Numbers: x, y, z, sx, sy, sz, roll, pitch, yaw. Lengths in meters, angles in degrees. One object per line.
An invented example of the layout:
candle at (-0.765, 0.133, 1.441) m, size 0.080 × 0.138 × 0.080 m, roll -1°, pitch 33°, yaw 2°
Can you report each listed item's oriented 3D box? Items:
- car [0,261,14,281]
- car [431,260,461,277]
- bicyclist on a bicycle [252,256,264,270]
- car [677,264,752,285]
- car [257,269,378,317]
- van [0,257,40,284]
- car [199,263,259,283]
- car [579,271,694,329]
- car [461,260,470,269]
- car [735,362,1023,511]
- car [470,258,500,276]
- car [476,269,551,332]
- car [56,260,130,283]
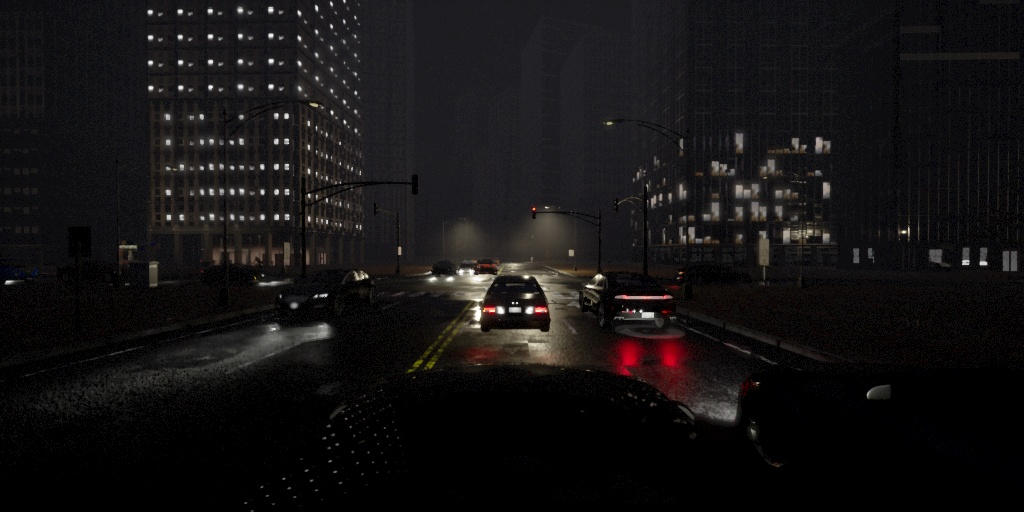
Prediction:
car at (-40.320, 1.092, 26.491) m, size 4.674 × 1.442 × 1.812 m, roll 0°, pitch 0°, yaw 1°
car at (-6.593, 1.188, 35.327) m, size 1.882 × 1.535 × 5.008 m, roll 0°, pitch -1°, yaw 0°
bicyclist on a bicycle at (-24.701, 0.867, 34.818) m, size 0.582 × 1.620 × 1.656 m, roll 0°, pitch 1°, yaw 1°
car at (14.223, 1.327, 25.407) m, size 4.892 × 1.490 × 1.837 m, roll 0°, pitch 1°, yaw 2°
car at (-6.599, 1.237, 13.314) m, size 2.128 × 1.511 × 4.902 m, roll 0°, pitch 0°, yaw 0°
van at (-33.932, 0.959, 23.729) m, size 3.998 × 1.789 × 1.690 m, roll 0°, pitch 0°, yaw 1°
car at (-19.986, 1.227, 25.964) m, size 4.181 × 1.385 × 1.994 m, roll 0°, pitch 0°, yaw 1°
car at (3.347, 1.238, 11.230) m, size 2.128 × 1.511 × 4.902 m, roll 0°, pitch 0°, yaw 0°
car at (-6.590, 1.297, 53.336) m, size 1.895 × 1.301 × 4.718 m, roll 0°, pitch 0°, yaw 0°
car at (3.354, 1.314, 2.073) m, size 1.994 × 1.385 × 4.181 m, roll 0°, pitch 0°, yaw 0°
car at (-2.705, 1.073, 35.734) m, size 2.097 × 1.767 × 4.553 m, roll 0°, pitch 0°, yaw -10°
car at (0.100, 1.294, 10.813) m, size 2.033 × 1.411 × 5.357 m, roll 0°, pitch 0°, yaw 1°
car at (-30.078, 1.093, 26.217) m, size 5.008 × 1.535 × 1.882 m, roll 0°, pitch 0°, yaw 2°
